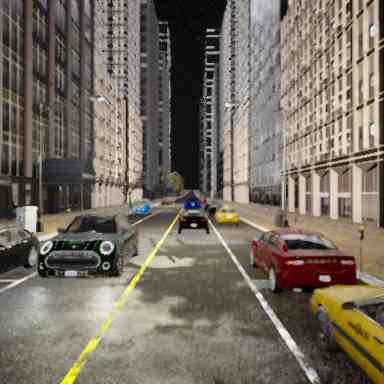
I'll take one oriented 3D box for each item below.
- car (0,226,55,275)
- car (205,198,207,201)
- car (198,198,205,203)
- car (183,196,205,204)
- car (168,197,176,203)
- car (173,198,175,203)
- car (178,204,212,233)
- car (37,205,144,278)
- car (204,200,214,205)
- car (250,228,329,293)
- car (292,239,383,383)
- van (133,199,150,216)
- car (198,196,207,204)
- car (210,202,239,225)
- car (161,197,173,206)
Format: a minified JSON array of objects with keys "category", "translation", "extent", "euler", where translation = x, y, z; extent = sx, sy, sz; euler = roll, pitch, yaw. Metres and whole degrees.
[{"category":"car","translation":[-5.693,1.641,8.973],"extent":[2.008,1.369,4.403],"euler":[0,-1,0]},{"category":"car","translation":[2.688,2.022,48.857],"extent":[1.947,1.339,4.313],"euler":[0,0,0]},{"category":"car","translation":[2.690,2.354,94.613],"extent":[1.752,1.417,4.829],"euler":[0,0,0]},{"category":"car","translation":[0.103,1.601,40.348],"extent":[2.150,2.045,5.566],"euler":[0,-1,0]},{"category":"car","translation":[-5.690,2.269,94.447],"extent":[1.967,1.590,4.097],"euler":[0,0,0]},{"category":"car","translation":[-5.692,2.012,77.354],"extent":[2.192,1.841,5.009],"euler":[0,0,0]},{"category":"car","translation":[0.101,1.730,20.968],"extent":[1.812,1.442,4.674],"euler":[0,-1,0]},{"category":"car","translation":[-3.000,1.457,10.524],"extent":[2.097,1.767,4.553],"euler":[0,-1,0]},{"category":"car","translation":[2.688,1.921,37.461],"extent":[1.947,1.339,4.313],"euler":[0,-1,0]},{"category":"car","translation":[2.687,1.634,8.970],"extent":[1.887,1.381,4.507],"euler":[0,-1,0]},{"category":"car","translation":[2.687,1.560,3.442],"extent":[1.752,1.417,4.829],"euler":[0,-1,0]},{"category":"van","translation":[-5.694,1.698,37.467],"extent":[1.690,1.788,3.998],"euler":[0,-1,0]},{"category":"car","translation":[2.689,2.099,88.747],"extent":[2.192,1.841,5.009],"euler":[0,0,0]},{"category":"car","translation":[2.688,1.778,26.235],"extent":[1.752,1.417,4.829],"euler":[0,-1,0]},{"category":"car","translation":[-5.691,2.196,71.653],"extent":[1.887,1.381,4.507],"euler":[0,0,0]}]
